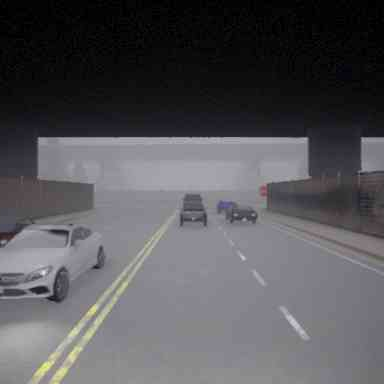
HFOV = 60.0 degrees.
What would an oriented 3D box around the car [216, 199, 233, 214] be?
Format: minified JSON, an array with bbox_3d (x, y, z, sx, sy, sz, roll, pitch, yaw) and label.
[{"bbox_3d":[3.589,1.471,35.053,1.882,1.535,5.008,0,0,0],"label":"car"}]

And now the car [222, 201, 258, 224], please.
[{"bbox_3d":[3.595,1.596,24.986,1.895,1.301,4.718,0,0,0],"label":"car"}]

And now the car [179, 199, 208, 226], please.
[{"bbox_3d":[0.097,1.488,23.433,2.128,1.511,4.902,0,0,0],"label":"car"}]

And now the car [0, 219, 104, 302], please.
[{"bbox_3d":[-3.546,1.524,8.388,1.812,1.442,4.674,0,0,1],"label":"car"}]

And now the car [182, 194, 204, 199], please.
[{"bbox_3d":[0.090,1.215,36.039,2.150,2.045,5.566,0,0,0],"label":"car"}]

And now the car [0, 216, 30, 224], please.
[{"bbox_3d":[-7.007,1.599,12.066,1.895,1.301,4.718,0,0,0],"label":"car"}]
